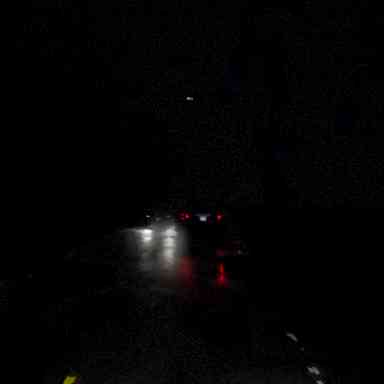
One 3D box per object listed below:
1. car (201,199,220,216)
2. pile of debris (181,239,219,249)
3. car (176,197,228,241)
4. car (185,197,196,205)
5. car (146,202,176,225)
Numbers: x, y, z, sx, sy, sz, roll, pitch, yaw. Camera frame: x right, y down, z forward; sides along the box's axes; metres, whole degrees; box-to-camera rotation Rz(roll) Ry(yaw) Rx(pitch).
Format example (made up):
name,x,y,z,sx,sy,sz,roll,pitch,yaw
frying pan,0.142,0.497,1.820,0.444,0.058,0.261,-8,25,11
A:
name,x,y,z,sx,sy,sz,roll,pitch,yaw
car,1.996,1.556,35.006,1.882,1.535,5.008,0,0,4
pile of debris,0.359,2.207,14.259,1.500,0.140,1.860,0,0,3
car,0.656,1.260,17.100,2.150,2.045,5.566,0,0,4
car,-0.366,1.693,65.203,2.033,1.411,5.357,0,0,-1
car,-2.093,1.556,24.338,1.837,1.490,4.892,0,0,4
